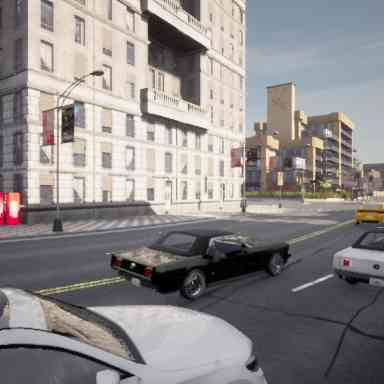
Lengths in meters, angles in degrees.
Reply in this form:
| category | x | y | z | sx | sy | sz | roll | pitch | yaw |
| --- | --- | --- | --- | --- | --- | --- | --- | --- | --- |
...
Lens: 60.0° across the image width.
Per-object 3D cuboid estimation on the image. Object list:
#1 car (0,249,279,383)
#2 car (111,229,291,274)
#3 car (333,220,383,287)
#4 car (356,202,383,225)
| category | x | y | z | sx | sy | sz | roll | pitch | yaw |
| --- | --- | --- | --- | --- | --- | --- | --- | --- | --- |
| car | -1.495 | 1.524 | 2.472 | 4.674 | 1.442 | 1.812 | 0 | 0 | -35 |
| car | 0.487 | 1.595 | 8.418 | 4.718 | 1.301 | 1.895 | 0 | 0 | -41 |
| car | 5.449 | 1.598 | 8.519 | 1.895 | 1.301 | 4.718 | 0 | 0 | 45 |
| car | 12.837 | 1.467 | 23.213 | 1.882 | 1.535 | 5.008 | 0 | 0 | 37 |
